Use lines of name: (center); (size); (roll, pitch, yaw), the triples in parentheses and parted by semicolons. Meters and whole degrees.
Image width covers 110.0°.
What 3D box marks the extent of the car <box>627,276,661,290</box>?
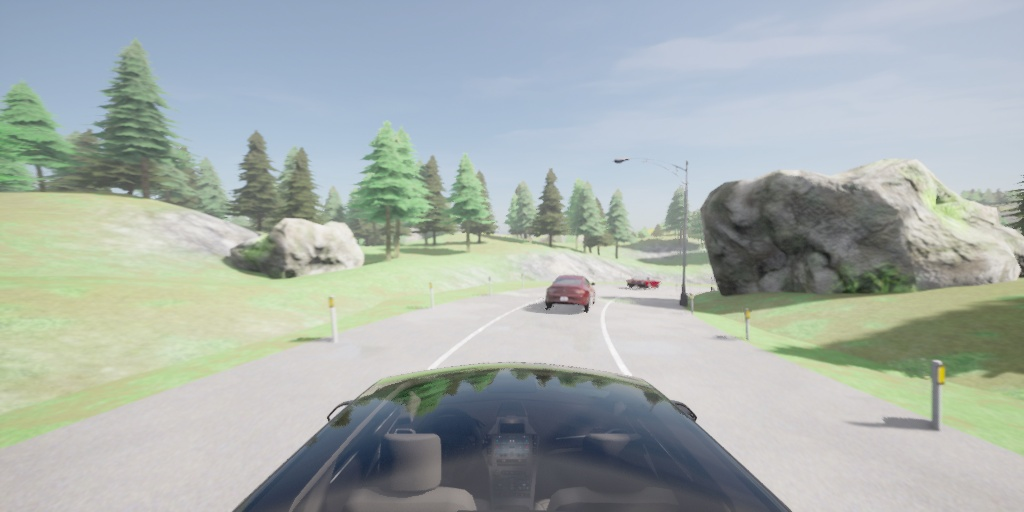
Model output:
car: (13.059, 2.621, 35.292); (1.895, 1.301, 4.718); (3, -2, 39)

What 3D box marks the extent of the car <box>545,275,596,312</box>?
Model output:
car: (2.735, 1.590, 16.256); (1.812, 1.442, 4.674); (1, -1, 17)
